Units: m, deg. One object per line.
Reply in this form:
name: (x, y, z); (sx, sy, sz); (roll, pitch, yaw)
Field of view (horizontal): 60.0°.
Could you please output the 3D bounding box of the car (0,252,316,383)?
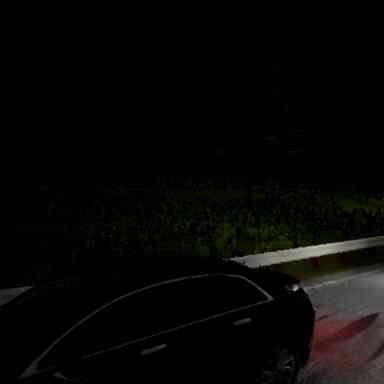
car: (-0.748, 1.505, 3.482); (4.892, 1.490, 1.837); (0, 0, -34)
